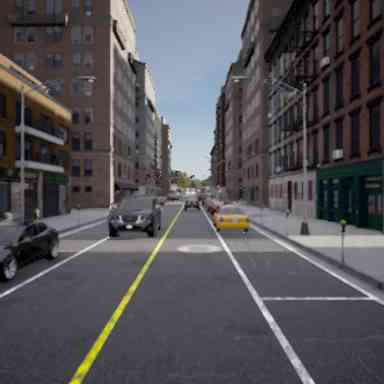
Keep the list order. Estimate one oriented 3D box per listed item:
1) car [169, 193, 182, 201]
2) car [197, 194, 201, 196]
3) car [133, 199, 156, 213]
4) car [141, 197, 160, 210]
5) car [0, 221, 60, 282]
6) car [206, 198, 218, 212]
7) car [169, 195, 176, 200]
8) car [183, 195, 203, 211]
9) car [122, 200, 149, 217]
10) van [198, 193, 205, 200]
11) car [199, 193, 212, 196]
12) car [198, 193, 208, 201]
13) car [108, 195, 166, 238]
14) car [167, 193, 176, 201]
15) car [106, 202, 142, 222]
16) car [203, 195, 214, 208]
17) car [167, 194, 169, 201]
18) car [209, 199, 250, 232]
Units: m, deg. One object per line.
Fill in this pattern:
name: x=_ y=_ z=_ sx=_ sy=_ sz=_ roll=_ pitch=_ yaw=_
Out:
car: x=-2.759 y=1.144 z=58.713 sx=2.033 sy=1.411 sz=5.357 roll=0 pitch=0 yaw=0
car: x=0.014 y=1.497 z=51.568 sx=1.837 sy=1.490 sz=4.892 roll=0 pitch=0 yaw=0
car: x=-5.393 y=1.561 z=38.191 sx=1.947 sy=1.339 sz=4.313 roll=0 pitch=0 yaw=0
car: x=-5.394 y=1.434 z=43.873 sx=1.967 sy=1.590 sz=4.097 roll=0 pitch=0 yaw=0
car: x=-5.389 y=1.565 z=9.779 sx=1.947 sy=1.339 sz=4.313 roll=0 pitch=0 yaw=0
car: x=2.633 y=1.540 z=32.510 sx=1.887 sy=1.381 sz=4.507 roll=0 pitch=0 yaw=0
car: x=-5.430 y=1.545 z=93.301 sx=1.947 sy=1.339 sz=4.313 roll=0 pitch=0 yaw=0
car: x=0.028 y=1.499 z=40.857 sx=1.837 sy=1.490 sz=4.892 roll=0 pitch=0 yaw=1
car: x=-5.393 y=1.541 z=32.509 sx=1.887 sy=1.381 sz=4.507 roll=0 pitch=0 yaw=0
van: x=2.678 y=1.320 z=93.303 sx=1.690 sy=1.788 sz=3.998 roll=0 pitch=0 yaw=0
car: x=2.629 y=1.305 z=55.239 sx=2.192 sy=1.841 sz=5.009 roll=0 pitch=0 yaw=0
car: x=2.688 y=1.297 z=82.295 sx=2.192 sy=1.841 sz=5.009 roll=0 pitch=0 yaw=0
car: x=-2.853 y=1.219 z=17.913 sx=2.150 sy=2.045 sz=5.566 roll=0 pitch=0 yaw=0
car: x=-5.432 y=1.296 z=87.797 sx=2.192 sy=1.841 sz=5.009 roll=0 pitch=0 yaw=0
car: x=-5.392 y=1.548 z=26.826 sx=2.008 sy=1.369 sz=4.403 roll=0 pitch=0 yaw=0
car: x=2.632 y=1.435 z=38.193 sx=1.967 sy=1.590 sz=4.097 roll=0 pitch=0 yaw=0
car: x=-5.396 y=1.431 z=55.238 sx=1.967 sy=1.590 sz=4.097 roll=0 pitch=0 yaw=0
car: x=2.222 y=1.455 z=19.840 sx=1.801 sy=1.575 sz=5.366 roll=0 pitch=0 yaw=0
